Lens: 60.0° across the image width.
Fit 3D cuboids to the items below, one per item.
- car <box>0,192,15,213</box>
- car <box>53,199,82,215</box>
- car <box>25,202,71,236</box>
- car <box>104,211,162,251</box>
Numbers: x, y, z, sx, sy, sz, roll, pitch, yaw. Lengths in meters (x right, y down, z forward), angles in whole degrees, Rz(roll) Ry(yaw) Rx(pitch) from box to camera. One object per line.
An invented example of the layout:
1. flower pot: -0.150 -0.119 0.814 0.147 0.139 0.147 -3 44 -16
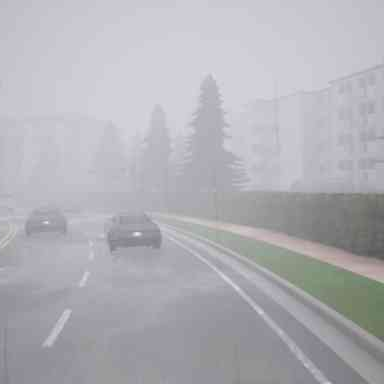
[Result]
1. car: -20.310 1.070 34.186 5.566 2.045 2.150 0 0 40
2. car: -12.119 1.379 31.073 2.033 1.411 5.357 -1 1 -41
3. car: -7.960 1.470 18.129 1.994 1.385 4.181 0 0 -24
4. car: -2.576 1.475 13.893 1.994 1.385 4.181 0 0 -17
